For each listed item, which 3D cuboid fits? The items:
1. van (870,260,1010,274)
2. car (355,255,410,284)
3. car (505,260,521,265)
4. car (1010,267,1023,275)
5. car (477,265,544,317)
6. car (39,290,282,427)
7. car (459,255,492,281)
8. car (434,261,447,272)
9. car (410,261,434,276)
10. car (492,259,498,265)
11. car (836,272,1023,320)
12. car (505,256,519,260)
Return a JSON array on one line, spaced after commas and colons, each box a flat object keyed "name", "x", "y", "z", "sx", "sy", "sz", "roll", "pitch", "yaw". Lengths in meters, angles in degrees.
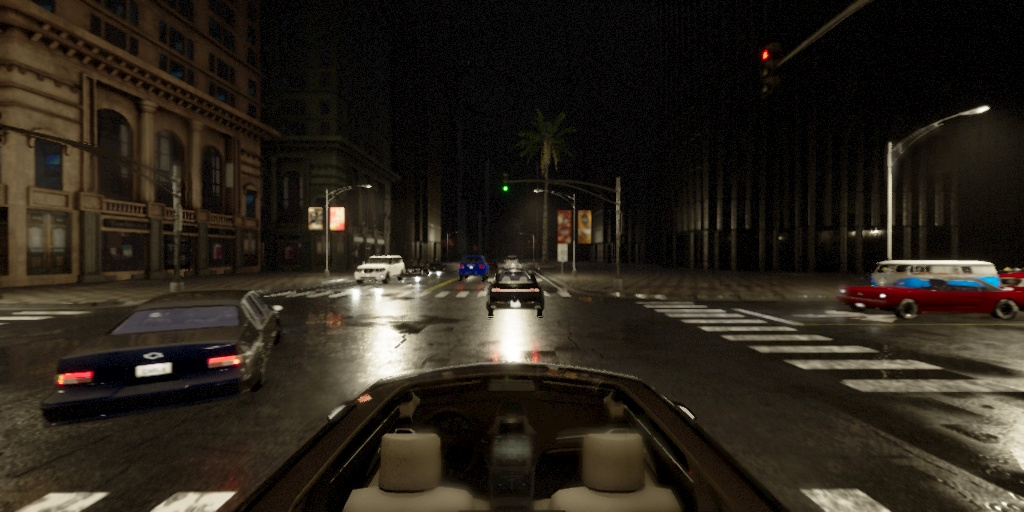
[{"name": "van", "x": 17.071, "y": 1.064, "z": 14.645, "sx": 3.998, "sy": 1.789, "sz": 1.690, "roll": 0, "pitch": 0, "yaw": 0}, {"name": "car", "x": -9.835, "y": 0.970, "z": 27.205, "sx": 2.150, "sy": 2.045, "sz": 5.566, "roll": 0, "pitch": 0, "yaw": 0}, {"name": "car", "x": 0.111, "y": 1.350, "z": 34.498, "sx": 1.895, "sy": 1.301, "sz": 4.718, "roll": 0, "pitch": 0, "yaw": 0}, {"name": "car", "x": 22.748, "y": 1.035, "z": 14.645, "sx": 5.009, "sy": 1.841, "sz": 2.192, "roll": 0, "pitch": 0, "yaw": 0}, {"name": "car", "x": 0.105, "y": 1.241, "z": 13.127, "sx": 2.128, "sy": 1.511, "sz": 4.902, "roll": 0, "pitch": 0, "yaw": 0}, {"name": "car", "x": -5.199, "y": 1.297, "z": 6.131, "sx": 2.033, "sy": 1.411, "sz": 5.357, "roll": 0, "pitch": 0, "yaw": -30}, {"name": "car", "x": -3.140, "y": 0.970, "z": 30.303, "sx": 2.150, "sy": 2.045, "sz": 5.566, "roll": 0, "pitch": 0, "yaw": 0}, {"name": "car", "x": -9.736, "y": 1.312, "z": 47.057, "sx": 1.994, "sy": 1.385, "sz": 4.181, "roll": 0, "pitch": 0, "yaw": 0}, {"name": "car", "x": -9.816, "y": 1.253, "z": 37.132, "sx": 1.837, "sy": 1.490, "sz": 4.892, "roll": 0, "pitch": 0, "yaw": 0}, {"name": "car", "x": -3.227, "y": 1.255, "z": 56.886, "sx": 1.837, "sy": 1.490, "sz": 4.892, "roll": 0, "pitch": 0, "yaw": 0}, {"name": "car", "x": 13.898, "y": 1.334, "z": 11.981, "sx": 4.718, "sy": 1.301, "sz": 1.895, "roll": 0, "pitch": 0, "yaw": 2}, {"name": "car", "x": 0.032, "y": 0.974, "z": 58.556, "sx": 2.150, "sy": 2.045, "sz": 5.566, "roll": 0, "pitch": 0, "yaw": 0}]
